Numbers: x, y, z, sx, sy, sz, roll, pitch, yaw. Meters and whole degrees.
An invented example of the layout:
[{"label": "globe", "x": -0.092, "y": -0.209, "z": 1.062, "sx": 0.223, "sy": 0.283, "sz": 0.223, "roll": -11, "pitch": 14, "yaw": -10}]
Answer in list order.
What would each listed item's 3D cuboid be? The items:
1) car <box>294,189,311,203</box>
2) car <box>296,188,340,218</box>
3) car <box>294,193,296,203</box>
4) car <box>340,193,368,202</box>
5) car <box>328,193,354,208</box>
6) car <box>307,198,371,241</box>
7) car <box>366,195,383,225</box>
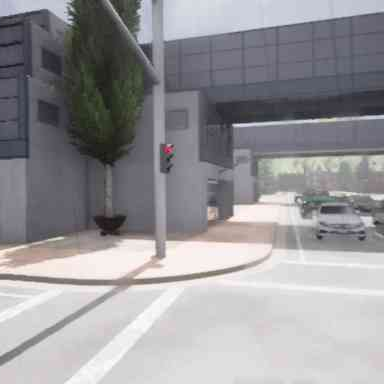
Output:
[{"label": "car", "x": 14.796, "y": 0.493, "z": 44.721, "sx": 2.097, "sy": 1.767, "sz": 4.553, "roll": 0, "pitch": 1, "yaw": 16}, {"label": "car", "x": 9.068, "y": 0.738, "z": 24.440, "sx": 2.150, "sy": 2.045, "sz": 5.566, "roll": 0, "pitch": 1, "yaw": 15}, {"label": "car", "x": 11.722, "y": 0.867, "z": 33.892, "sx": 1.812, "sy": 1.442, "sz": 4.674, "roll": 0, "pitch": 1, "yaw": 16}, {"label": "car", "x": 13.115, "y": 0.955, "z": 25.885, "sx": 1.837, "sy": 1.490, "sz": 4.892, "roll": 0, "pitch": 1, "yaw": 16}, {"label": "car", "x": 15.809, "y": 0.836, "z": 35.499, "sx": 1.994, "sy": 1.385, "sz": 4.181, "roll": 0, "pitch": 1, "yaw": 16}, {"label": "car", "x": 6.463, "y": 1.215, "z": 15.114, "sx": 1.812, "sy": 1.442, "sz": 4.674, "roll": 0, "pitch": 1, "yaw": 16}, {"label": "car", "x": 10.662, "y": 1.118, "z": 17.113, "sx": 1.837, "sy": 1.490, "sz": 4.892, "roll": 0, "pitch": 1, "yaw": 16}]
